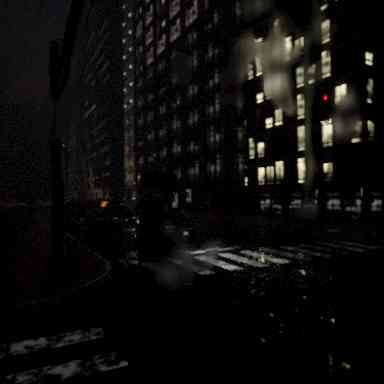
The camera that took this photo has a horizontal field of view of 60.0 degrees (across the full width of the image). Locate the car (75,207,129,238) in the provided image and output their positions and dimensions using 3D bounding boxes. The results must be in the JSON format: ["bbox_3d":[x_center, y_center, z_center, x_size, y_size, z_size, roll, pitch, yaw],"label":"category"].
[{"bbox_3d":[-5.298,1.829,19.631,2.008,1.369,4.403,0,0,-29],"label":"car"}]

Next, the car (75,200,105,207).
[{"bbox_3d":[-10.809,1.911,35.114,1.812,1.442,4.674,-1,0,-29],"label":"car"}]

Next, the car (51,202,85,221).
[{"bbox_3d":[-11.732,1.953,31.390,1.947,1.339,4.313,0,0,-29],"label":"car"}]

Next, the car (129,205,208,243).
[{"bbox_3d":[-1.445,1.719,17.883,2.128,1.511,4.902,-1,0,-28],"label":"car"}]

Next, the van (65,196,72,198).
[{"bbox_3d":[-28.674,2.046,80.025,1.690,1.788,3.998,0,0,-29],"label":"van"}]

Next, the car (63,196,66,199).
[{"bbox_3d":[-31.371,2.298,84.978,2.008,1.369,4.403,0,0,-29],"label":"car"}]

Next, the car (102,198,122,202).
[{"bbox_3d":[-11.320,1.931,49.090,1.837,1.490,4.892,-1,0,-29],"label":"car"}]

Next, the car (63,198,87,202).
[{"bbox_3d":[-15.753,1.972,44.276,1.837,1.490,4.892,-1,0,-28],"label":"car"}]

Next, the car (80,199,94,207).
[{"bbox_3d":[-20.580,2.120,65.161,1.887,1.381,4.507,0,0,-29],"label":"car"}]

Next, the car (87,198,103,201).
[{"bbox_3d":[-14.383,1.967,48.348,1.837,1.490,4.892,-1,0,-28],"label":"car"}]

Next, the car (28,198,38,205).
[{"bbox_3d":[-38.717,2.264,80.947,1.967,1.590,4.097,0,0,-29],"label":"car"}]

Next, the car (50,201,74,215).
[{"bbox_3d":[-14.431,1.982,36.345,2.008,1.369,4.403,0,0,-29],"label":"car"}]

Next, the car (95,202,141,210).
[{"bbox_3d":[-5.883,1.808,26.047,1.837,1.490,4.892,-1,0,-29],"label":"car"}]

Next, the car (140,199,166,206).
[{"bbox_3d":[-4.395,1.625,35.436,2.192,1.841,5.009,0,0,-29],"label":"car"}]

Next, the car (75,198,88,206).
[{"bbox_3d":[-23.278,2.058,70.116,1.967,1.590,4.097,0,0,-29],"label":"car"}]

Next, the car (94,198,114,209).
[{"bbox_3d":[-14.683,1.835,55.197,2.097,1.767,4.553,-1,0,-29],"label":"car"}]

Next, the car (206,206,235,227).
[{"bbox_3d":[1.287,1.740,24.923,1.752,1.417,4.829,0,0,-29],"label":"car"}]
